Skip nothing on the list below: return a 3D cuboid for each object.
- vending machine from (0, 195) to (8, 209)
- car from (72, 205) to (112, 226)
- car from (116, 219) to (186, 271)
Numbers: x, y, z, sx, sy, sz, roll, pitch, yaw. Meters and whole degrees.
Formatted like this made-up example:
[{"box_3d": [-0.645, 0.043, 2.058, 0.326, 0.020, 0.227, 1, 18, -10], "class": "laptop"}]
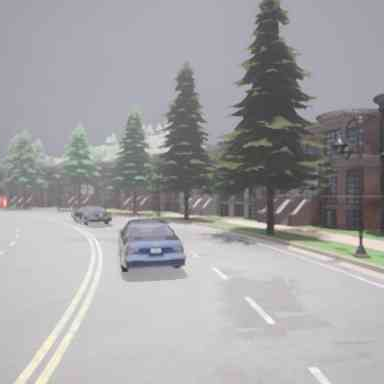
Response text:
[{"box_3d": [-29.189, 1.581, 51.319, 0.880, 2.100, 1.100, 0, 0, 19], "class": "vending machine"}, {"box_3d": [-7.735, 1.724, 25.445, 2.033, 1.411, 5.357, 0, 0, -32], "class": "car"}, {"box_3d": [-1.543, 1.622, 11.294, 2.033, 1.411, 5.357, 0, 0, -13], "class": "car"}]
